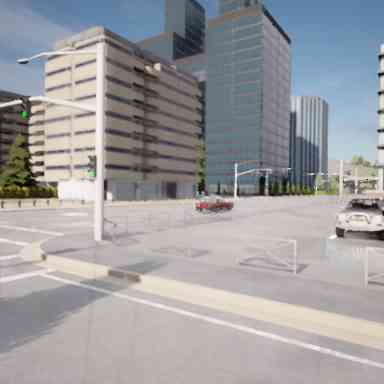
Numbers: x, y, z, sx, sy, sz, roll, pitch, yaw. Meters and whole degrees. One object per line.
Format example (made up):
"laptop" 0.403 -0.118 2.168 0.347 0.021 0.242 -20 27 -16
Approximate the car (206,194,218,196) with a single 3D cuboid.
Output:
"car" 2.970 1.050 52.749 1.812 1.442 4.674 1 0 34

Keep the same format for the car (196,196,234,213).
"car" 2.359 1.310 32.530 1.895 1.301 4.718 1 1 33

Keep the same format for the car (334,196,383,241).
"car" 8.099 1.113 15.614 1.932 1.855 4.605 1 1 33
